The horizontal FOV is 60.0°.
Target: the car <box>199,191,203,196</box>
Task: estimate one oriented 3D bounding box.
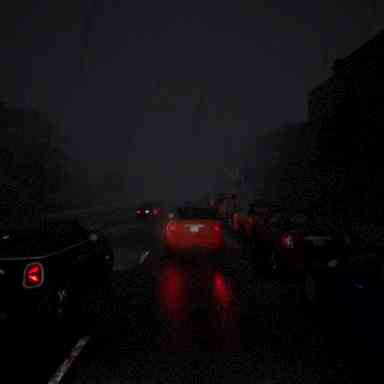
[{"bbox_3d":[3.217,1.197,76.975,1.946,1.575,5.366,0,0,0],"label":"car"}]

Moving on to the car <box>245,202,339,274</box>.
[{"bbox_3d":[3.223,1.315,10.582,2.185,1.767,4.553,0,0,0],"label":"car"}]

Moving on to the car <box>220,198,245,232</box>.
[{"bbox_3d":[3.223,1.402,21.658,2.231,1.521,4.892,0,0,0],"label":"car"}]

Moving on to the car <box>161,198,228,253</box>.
[{"bbox_3d":[0.089,1.302,13.595,2.097,1.767,4.553,0,0,0],"label":"car"}]

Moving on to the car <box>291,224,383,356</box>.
[{"bbox_3d":[3.224,1.502,4.961,2.002,1.452,4.674,0,0,0],"label":"car"}]

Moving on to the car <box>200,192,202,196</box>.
[{"bbox_3d":[3.218,1.242,65.733,2.231,1.521,4.892,0,0,0],"label":"car"}]

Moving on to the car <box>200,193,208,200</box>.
[{"bbox_3d":[3.216,1.156,88.028,1.946,1.575,5.366,0,0,0],"label":"car"}]

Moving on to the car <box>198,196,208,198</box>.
[{"bbox_3d":[0.090,1.381,30.149,2.128,1.511,4.902,0,0,0],"label":"car"}]

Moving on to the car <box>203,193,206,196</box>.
[{"bbox_3d":[3.220,1.175,49.258,2.185,1.767,4.553,0,0,0],"label":"car"}]

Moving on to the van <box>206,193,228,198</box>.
[{"bbox_3d":[3.221,1.094,43.880,1.878,1.987,4.442,0,0,0],"label":"van"}]

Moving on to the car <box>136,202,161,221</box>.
[{"bbox_3d":[-3.164,1.452,26.107,2.033,1.411,5.357,0,0,0],"label":"car"}]

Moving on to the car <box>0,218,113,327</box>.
[{"bbox_3d":[-3.181,1.325,7.122,2.097,1.767,4.553,0,0,0],"label":"car"}]

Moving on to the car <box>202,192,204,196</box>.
[{"bbox_3d":[3.220,1.155,54.783,2.185,1.767,4.553,0,0,0],"label":"car"}]

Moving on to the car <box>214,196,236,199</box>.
[{"bbox_3d":[3.222,1.381,27.184,2.097,1.535,5.008,0,0,0],"label":"car"}]

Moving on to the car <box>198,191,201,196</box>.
[{"bbox_3d":[3.219,1.055,82.284,2.185,1.767,4.553,0,0,0],"label":"car"}]
